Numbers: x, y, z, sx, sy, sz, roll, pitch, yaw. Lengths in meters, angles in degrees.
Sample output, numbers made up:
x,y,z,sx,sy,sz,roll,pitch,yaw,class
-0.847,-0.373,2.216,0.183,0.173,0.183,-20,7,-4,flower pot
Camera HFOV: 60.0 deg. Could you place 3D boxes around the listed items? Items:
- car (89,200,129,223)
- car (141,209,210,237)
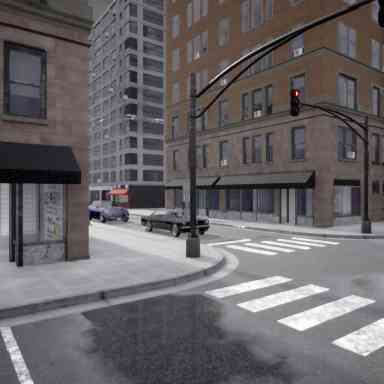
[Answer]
x,y,z,sx,sy,sz,roll,pitch,yaw,class
-6.812,1.462,26.813,2.097,1.767,4.553,0,0,-36,car
-1.047,1.668,18.811,1.895,1.301,4.718,0,0,-35,car
